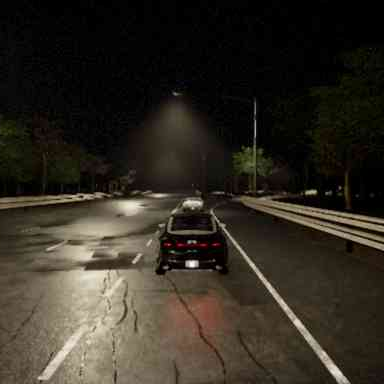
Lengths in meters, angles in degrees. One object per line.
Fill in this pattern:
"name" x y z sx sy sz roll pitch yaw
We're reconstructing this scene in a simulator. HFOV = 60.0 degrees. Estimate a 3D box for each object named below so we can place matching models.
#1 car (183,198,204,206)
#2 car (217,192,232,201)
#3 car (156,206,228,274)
"car" 0.234 1.196 32.881 1.895 1.301 4.718 0 1 4
"car" 5.657 0.788 57.764 2.128 1.511 4.902 0 1 21
"car" 0.002 1.380 10.098 1.837 1.490 4.892 0 1 0
